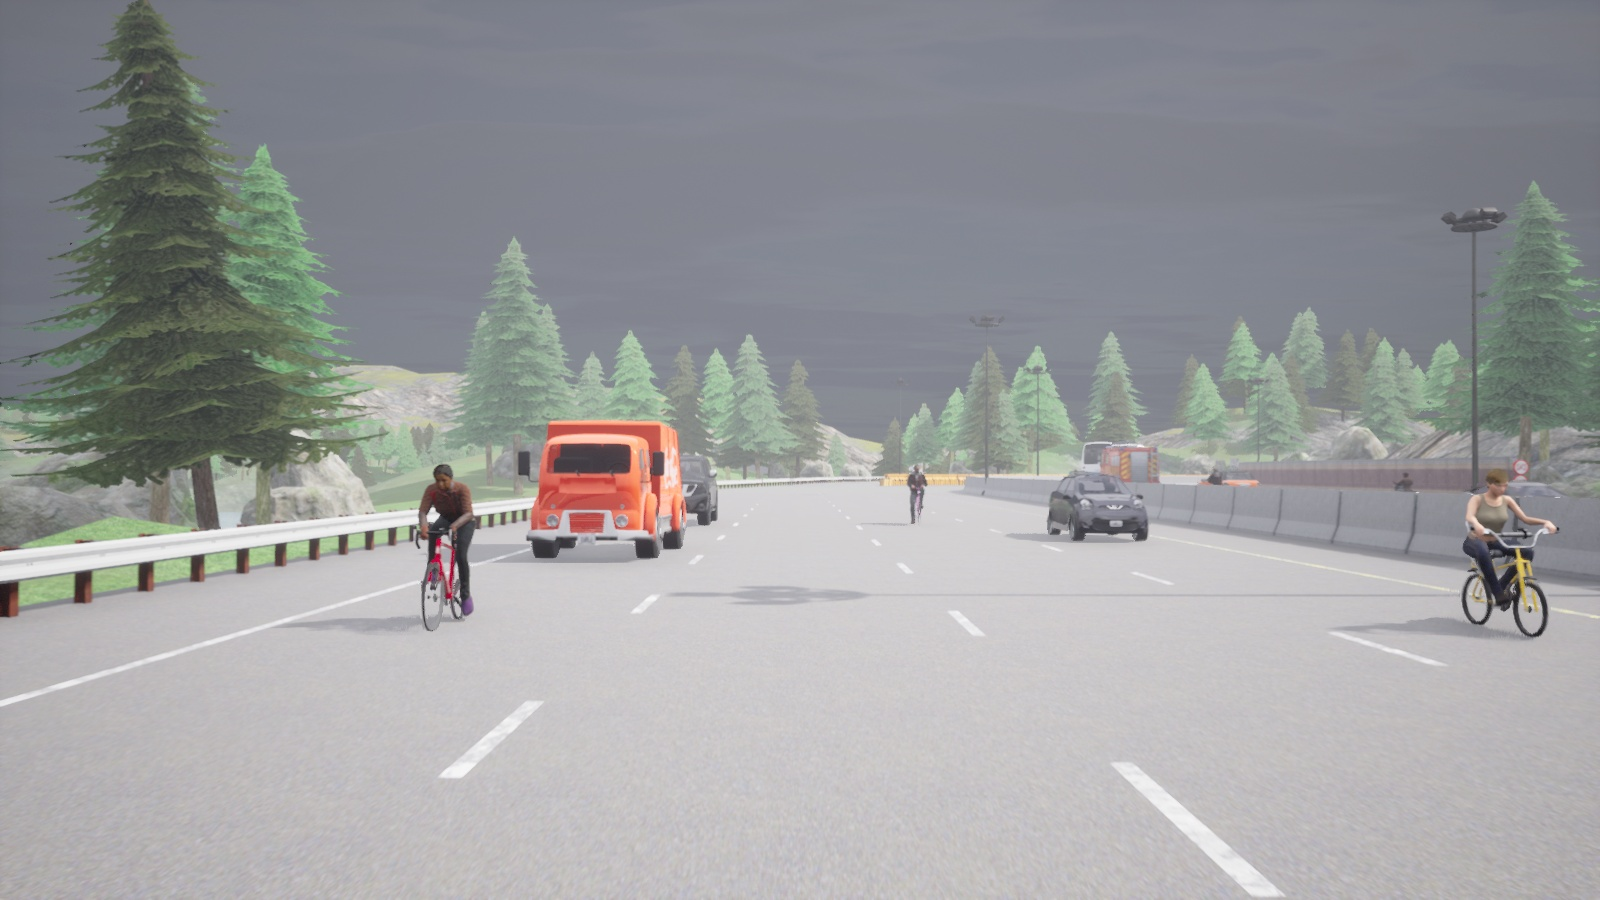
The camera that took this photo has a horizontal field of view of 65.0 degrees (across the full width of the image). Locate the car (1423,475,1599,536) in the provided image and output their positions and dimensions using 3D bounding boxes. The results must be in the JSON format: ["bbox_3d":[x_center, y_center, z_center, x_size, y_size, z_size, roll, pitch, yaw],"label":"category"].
[{"bbox_3d":[17.422,1.321,30.994,1.994,1.385,4.181,0,-1,0],"label":"car"}]

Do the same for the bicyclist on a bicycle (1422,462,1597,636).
[{"bbox_3d":[6.972,0.929,12.439,0.866,1.612,1.509,0,-1,0],"label":"bicyclist on a bicycle"}]

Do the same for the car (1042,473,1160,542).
[{"bbox_3d":[6.927,1.284,29.244,1.845,1.501,3.633,0,-1,0],"label":"car"}]

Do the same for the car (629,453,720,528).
[{"bbox_3d":[-3.603,1.161,37.075,2.150,2.045,5.566,0,-1,0],"label":"car"}]

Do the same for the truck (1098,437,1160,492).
[{"bbox_3d":[24.409,1.102,93.628,2.891,3.827,8.468,-1,-1,4],"label":"truck"}]

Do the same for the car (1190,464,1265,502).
[{"bbox_3d":[20.770,1.604,61.247,2.097,1.767,4.553,0,-1,0],"label":"car"}]

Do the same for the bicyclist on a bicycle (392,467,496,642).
[{"bbox_3d":[-3.532,0.989,12.578,0.582,1.620,1.656,0,-1,0],"label":"bicyclist on a bicycle"}]

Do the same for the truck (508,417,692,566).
[{"bbox_3d":[-3.561,0.733,23.525,2.627,2.467,5.204,0,-1,0],"label":"truck"}]
